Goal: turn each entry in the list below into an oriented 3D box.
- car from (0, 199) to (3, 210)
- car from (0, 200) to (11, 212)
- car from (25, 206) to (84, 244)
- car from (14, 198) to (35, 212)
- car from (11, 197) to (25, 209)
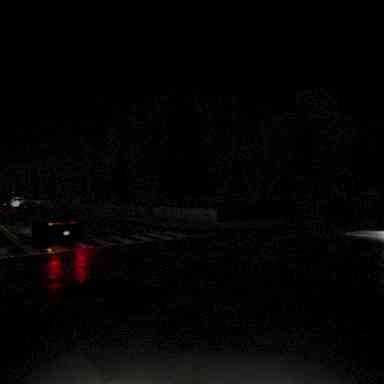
[{"bbox_3d":[-32.815,2.065,55.209,2.097,1.767,4.553,-1,0,-34],"label":"car"},{"bbox_3d":[-27.790,1.957,47.802,2.097,1.767,4.553,-1,0,-34],"label":"car"},{"bbox_3d":[-6.882,1.643,16.869,2.128,1.511,4.902,-1,0,-32],"label":"car"},{"bbox_3d":[-24.211,2.077,48.766,2.033,1.411,5.357,-1,0,-34],"label":"car"},{"bbox_3d":[-29.857,1.870,57.075,2.150,2.045,5.566,-1,0,-34],"label":"car"}]
